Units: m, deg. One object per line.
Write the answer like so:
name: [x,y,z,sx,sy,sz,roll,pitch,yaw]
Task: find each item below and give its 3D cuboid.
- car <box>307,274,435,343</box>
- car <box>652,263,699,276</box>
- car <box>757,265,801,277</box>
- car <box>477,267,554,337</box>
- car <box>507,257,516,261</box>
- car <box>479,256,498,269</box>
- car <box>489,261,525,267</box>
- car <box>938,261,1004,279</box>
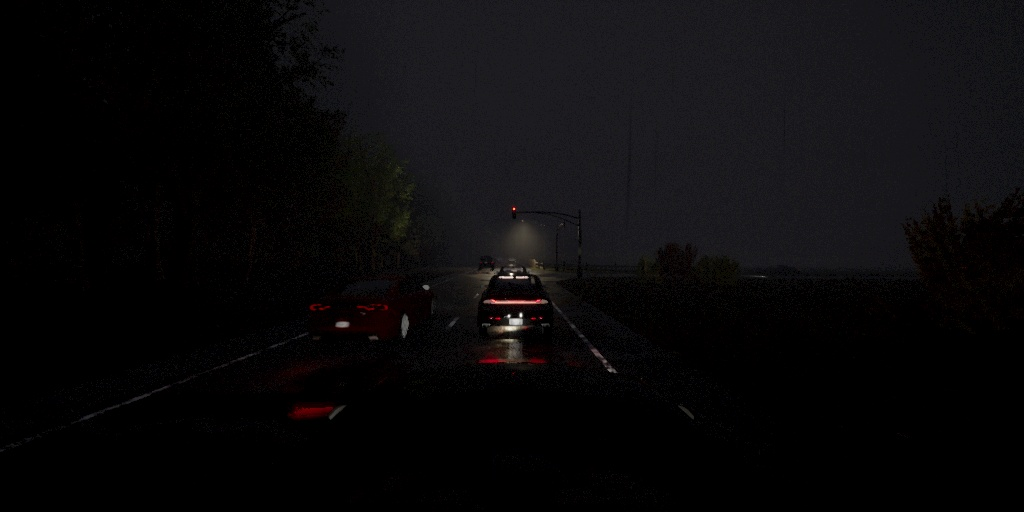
car: [-3.416,1.229,9.688,1.882,1.535,5.008,0,0,0]
car: [19.319,1.566,42.346,5.357,1.411,2.033,1,-1,0]
car: [31.471,1.714,42.319,4.181,1.385,1.994,0,-1,0]
car: [0.083,1.244,10.355,2.128,1.511,4.902,0,0,0]
car: [-0.037,1.245,64.295,2.128,1.511,4.902,0,0,0]
car: [-3.516,0.979,51.272,2.150,2.045,5.566,0,0,0]
car: [0.063,1.246,19.753,2.128,1.511,4.902,0,0,0]
car: [50.192,1.517,38.672,5.566,2.045,2.150,1,-1,1]
